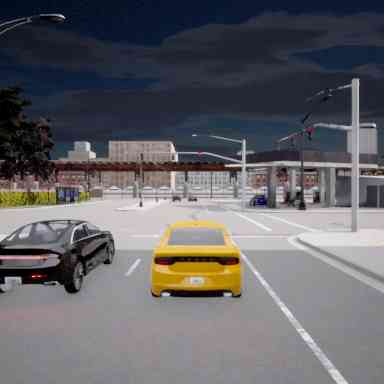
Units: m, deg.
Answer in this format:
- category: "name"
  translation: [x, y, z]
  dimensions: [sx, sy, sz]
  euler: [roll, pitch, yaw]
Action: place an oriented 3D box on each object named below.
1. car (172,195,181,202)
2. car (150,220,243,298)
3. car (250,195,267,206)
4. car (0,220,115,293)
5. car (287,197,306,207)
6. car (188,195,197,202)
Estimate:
- category: "car"
  translation: [-3.339, 1.386, 73.552]
  dimensions: [1.837, 1.490, 4.892]
  euler: [0, 0, 0]
- category: "car"
  translation: [0.101, 1.468, 8.576]
  dimensions: [1.882, 1.535, 5.008]
  euler: [0, 0, 0]
- category: "car"
  translation: [9.818, 1.253, 48.849]
  dimensions: [2.242, 1.667, 4.611]
  euler: [0, 0, 0]
- category: "car"
  translation: [-3.398, 1.474, 8.793]
  dimensions: [2.128, 1.511, 4.902]
  euler: [0, 0, 0]
- category: "car"
  translation: [15.564, 1.425, 49.599]
  dimensions: [1.970, 1.475, 3.806]
  euler: [0, 0, 0]
- category: "car"
  translation: [0.161, 1.446, 73.545]
  dimensions: [1.994, 1.385, 4.181]
  euler: [0, 0, 0]
